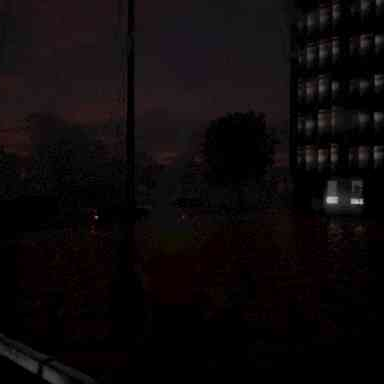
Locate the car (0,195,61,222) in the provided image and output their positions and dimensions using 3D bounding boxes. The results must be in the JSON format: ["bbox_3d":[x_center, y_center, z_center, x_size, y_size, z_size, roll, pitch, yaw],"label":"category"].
[{"bbox_3d":[-13.740,1.300,27.643,2.150,2.045,5.566,1,1,38],"label":"car"}]

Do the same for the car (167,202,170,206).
[{"bbox_3d":[-1.316,1.558,48.649,2.033,1.411,5.357,1,1,38],"label":"car"}]

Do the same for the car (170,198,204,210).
[{"bbox_3d":[-0.331,1.554,44.658,1.837,1.490,4.892,1,1,38],"label":"car"}]

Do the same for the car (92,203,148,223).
[{"bbox_3d":[-5.726,1.648,27.063,1.837,1.490,4.892,1,1,39],"label":"car"}]
